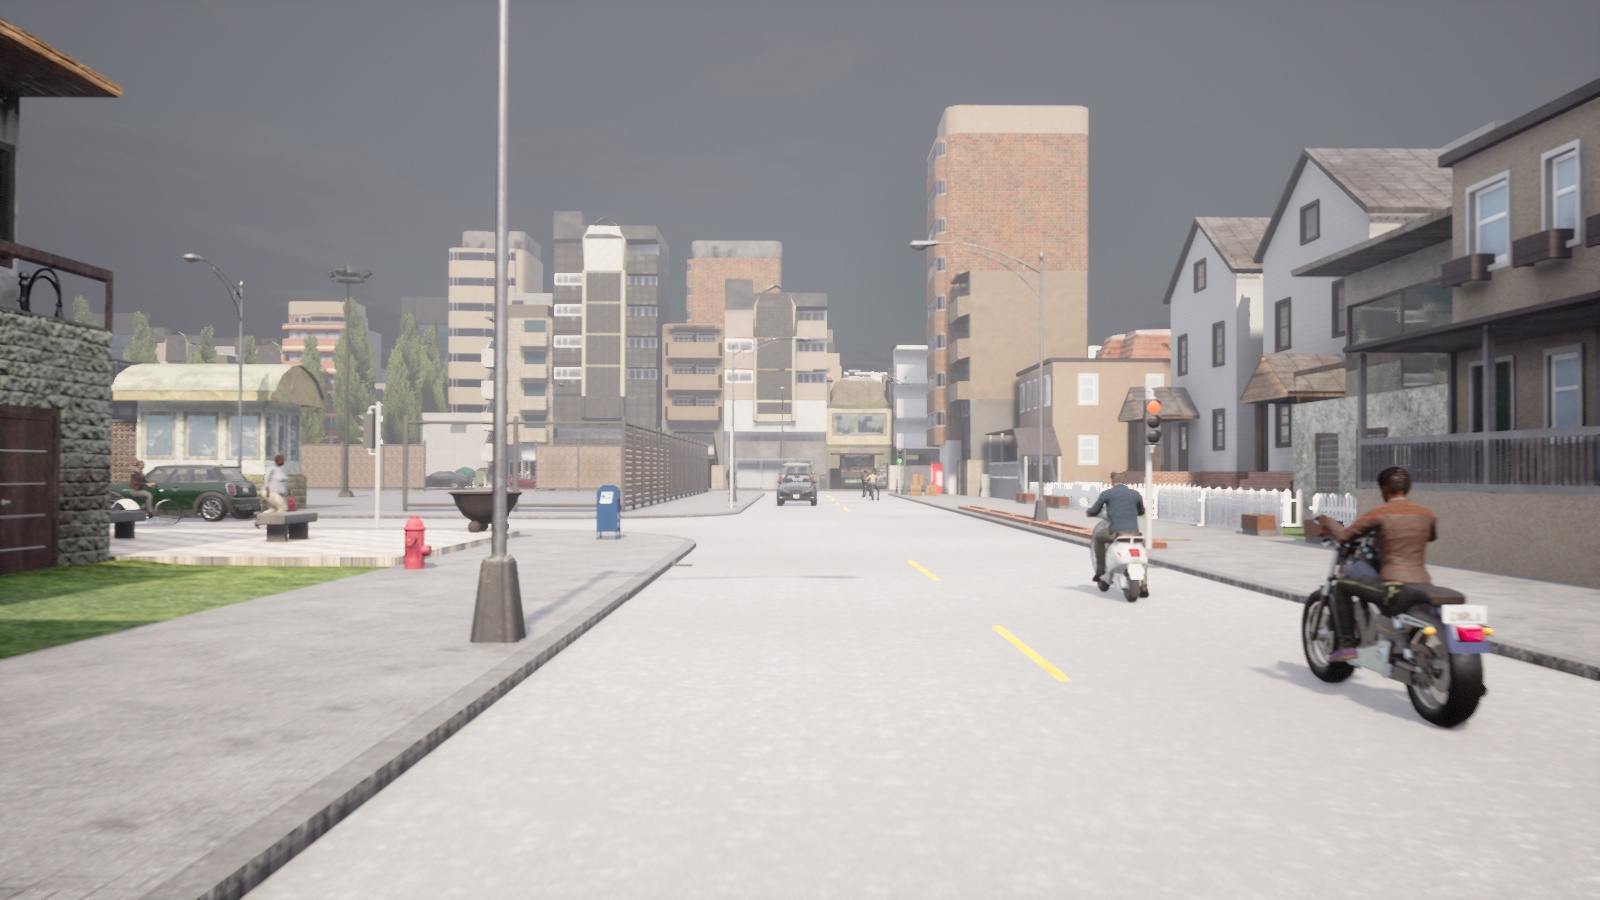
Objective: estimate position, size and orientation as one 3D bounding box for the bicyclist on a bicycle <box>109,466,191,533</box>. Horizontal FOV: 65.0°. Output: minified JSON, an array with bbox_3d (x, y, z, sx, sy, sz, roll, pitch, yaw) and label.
[{"bbox_3d":[-17.327,1.313,33.503,1.843,1.776,0.659,0,-1,0],"label":"bicyclist on a bicycle"}]

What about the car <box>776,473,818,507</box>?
[{"bbox_3d":[-0.099,1.780,57.079,1.816,1.474,4.193,0,-1,1],"label":"car"}]

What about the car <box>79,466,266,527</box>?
[{"bbox_3d":[-18.653,1.372,37.485,4.553,1.767,2.097,0,-1,1],"label":"car"}]

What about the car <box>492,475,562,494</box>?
[{"bbox_3d":[-19.772,2.512,91.057,4.718,1.301,1.895,0,-1,0],"label":"car"}]

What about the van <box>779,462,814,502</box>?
[{"bbox_3d":[-0.153,1.664,65.749,1.775,1.987,4.442,0,-1,0],"label":"van"}]

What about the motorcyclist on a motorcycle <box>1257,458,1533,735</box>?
[{"bbox_3d":[3.977,0.893,8.668,0.766,1.649,2.350,0,-1,0],"label":"motorcyclist on a motorcycle"}]

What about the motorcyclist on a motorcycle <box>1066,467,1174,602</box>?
[{"bbox_3d":[3.971,1.014,15.735,0.866,1.590,1.817,0,-1,0],"label":"motorcyclist on a motorcycle"}]

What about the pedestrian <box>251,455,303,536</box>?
[{"bbox_3d":[-12.265,1.061,29.470,0.900,1.855,0.874,0,-1,-5],"label":"pedestrian"}]
